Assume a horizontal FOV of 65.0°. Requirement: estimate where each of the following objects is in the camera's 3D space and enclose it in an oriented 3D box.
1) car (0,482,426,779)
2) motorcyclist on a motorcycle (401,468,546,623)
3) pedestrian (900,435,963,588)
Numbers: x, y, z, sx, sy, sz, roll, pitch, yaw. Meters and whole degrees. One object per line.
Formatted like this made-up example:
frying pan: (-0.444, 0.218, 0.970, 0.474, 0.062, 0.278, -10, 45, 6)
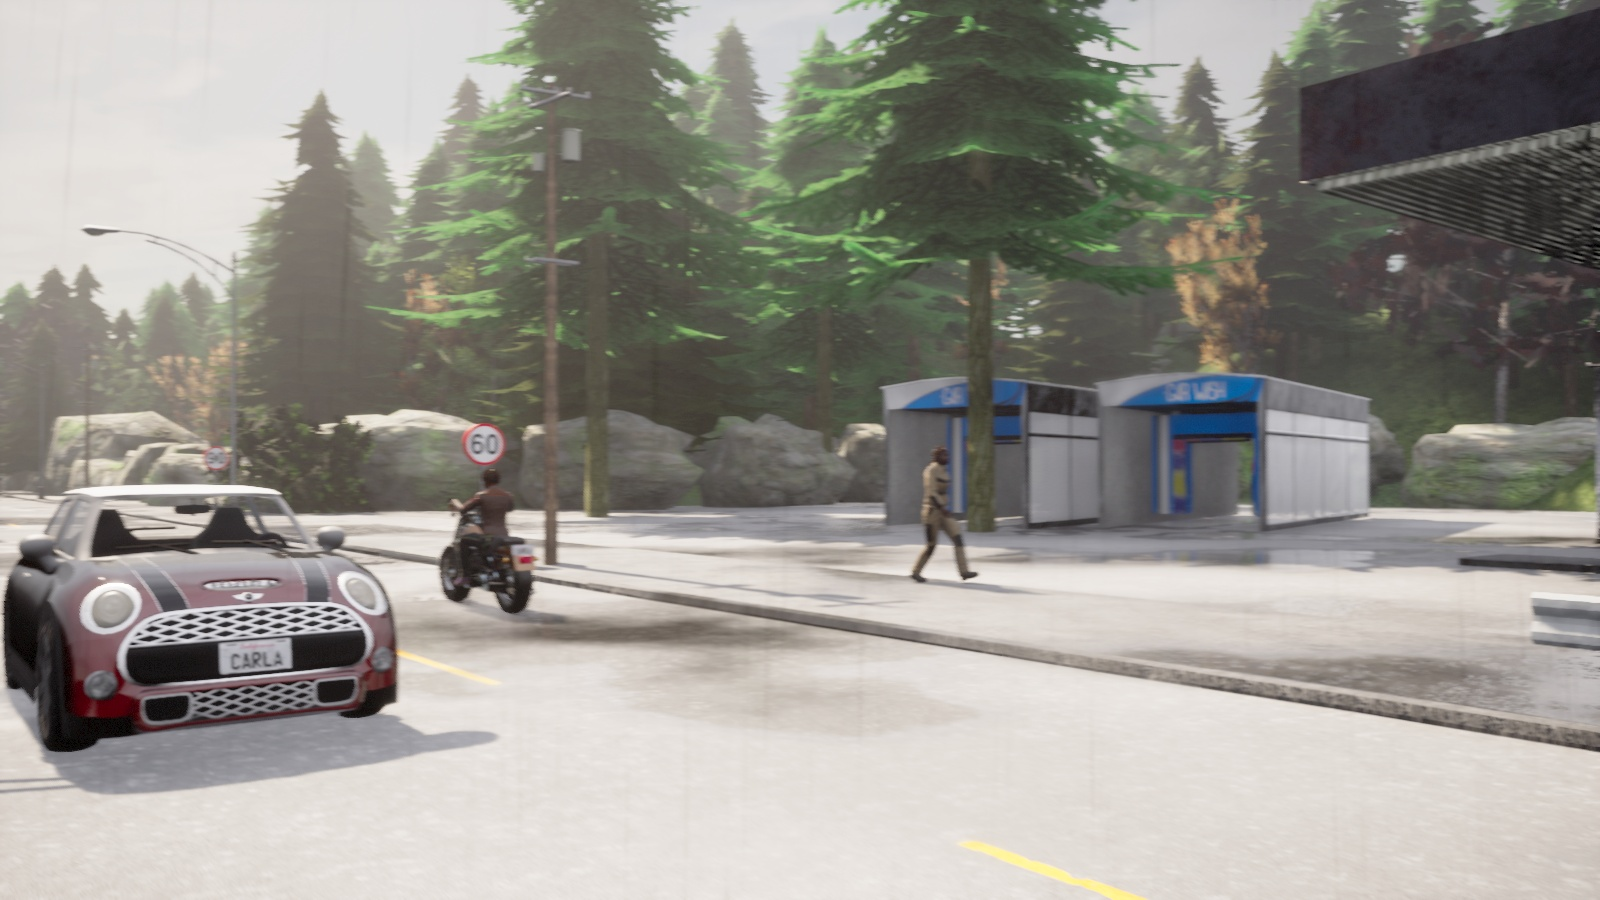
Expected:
car: (-4.196, 0.967, 8.476, 1.970, 1.475, 3.806, 0, -1, -37)
motorcyclist on a motorcycle: (-3.829, 1.053, 14.578, 0.766, 1.649, 2.350, 0, -1, -38)
pedestrian: (1.699, 0.786, 16.274, 0.692, 1.930, 0.396, -1, -1, 42)
